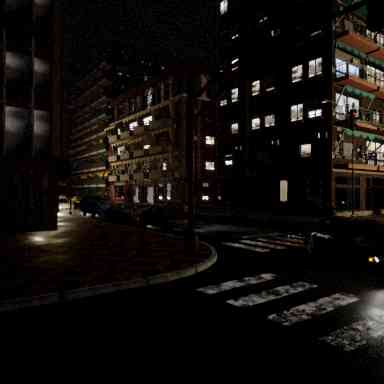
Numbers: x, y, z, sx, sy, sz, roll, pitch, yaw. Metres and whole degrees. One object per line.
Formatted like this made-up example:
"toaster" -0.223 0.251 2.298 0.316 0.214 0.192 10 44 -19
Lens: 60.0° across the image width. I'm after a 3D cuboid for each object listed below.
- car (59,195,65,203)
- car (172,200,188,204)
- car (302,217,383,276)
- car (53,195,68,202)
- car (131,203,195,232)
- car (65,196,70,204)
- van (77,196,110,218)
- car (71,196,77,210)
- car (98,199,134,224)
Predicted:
"car" -24.402 1.456 61.292 2.033 1.411 5.357 0 0 -35
"car" -1.618 1.487 34.037 1.752 1.417 4.829 0 0 -36
"car" 5.107 1.519 10.471 2.033 1.411 5.357 0 0 0
"car" -27.954 1.360 70.697 1.967 1.590 4.097 0 0 -36
"car" -1.716 1.525 19.811 1.802 1.307 4.206 0 0 -36
"car" -21.445 1.447 61.636 1.752 1.417 4.829 0 0 -36
"van" -8.323 1.265 29.010 1.690 1.788 3.998 0 0 -36
"car" -12.377 1.486 39.115 1.994 1.385 4.181 0 0 -35
"car" -4.920 1.458 24.272 1.752 1.417 4.829 0 0 -36
